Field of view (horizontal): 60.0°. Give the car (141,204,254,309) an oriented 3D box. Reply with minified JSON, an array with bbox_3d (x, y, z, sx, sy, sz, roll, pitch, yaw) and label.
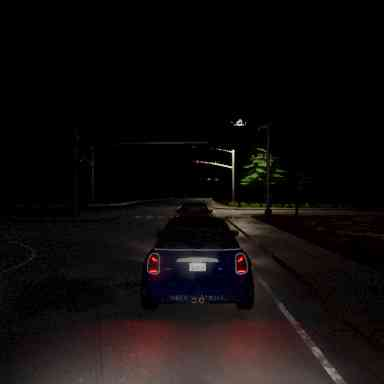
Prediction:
[{"bbox_3d":[0.100,1.347,8.020,2.097,1.767,4.553,0,0,0],"label":"car"}]

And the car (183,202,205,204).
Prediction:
[{"bbox_3d":[0.102,1.338,18.141,2.097,1.767,4.553,0,0,0],"label":"car"}]
